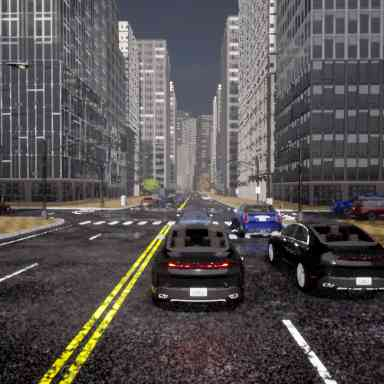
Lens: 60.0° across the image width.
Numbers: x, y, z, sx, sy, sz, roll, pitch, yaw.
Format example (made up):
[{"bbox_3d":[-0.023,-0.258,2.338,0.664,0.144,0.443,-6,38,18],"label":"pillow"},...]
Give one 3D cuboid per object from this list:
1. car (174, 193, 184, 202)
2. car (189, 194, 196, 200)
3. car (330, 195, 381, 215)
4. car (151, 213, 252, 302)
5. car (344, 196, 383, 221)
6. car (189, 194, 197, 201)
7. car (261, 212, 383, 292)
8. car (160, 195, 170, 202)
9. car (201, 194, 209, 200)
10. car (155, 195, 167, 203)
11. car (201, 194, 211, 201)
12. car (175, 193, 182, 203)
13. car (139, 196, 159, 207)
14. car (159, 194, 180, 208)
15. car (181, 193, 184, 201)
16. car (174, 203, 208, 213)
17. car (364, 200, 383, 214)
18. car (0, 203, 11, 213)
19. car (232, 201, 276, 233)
[{"bbox_3d":[-3.038,1.154,77.873,2.150,2.045,5.566,0,0,0],"label":"car"},{"bbox_3d":[0.246,1.387,90.165,1.882,1.535,5.008,0,0,0],"label":"car"},{"bbox_3d":[17.298,1.341,34.254,5.566,2.045,2.150,1,1,2],"label":"car"},{"bbox_3d":[0.120,1.501,8.230,1.837,1.490,4.892,0,0,0],"label":"car"},{"bbox_3d":[16.278,1.519,28.496,5.009,1.841,2.192,1,0,1],"label":"car"},{"bbox_3d":[0.219,1.449,80.171,1.812,1.442,4.674,0,0,0],"label":"car"},{"bbox_3d":[3.374,1.501,8.937,1.837,1.490,4.892,0,0,0],"label":"car"},{"bbox_3d":[-6.288,1.453,77.913,1.812,1.442,4.674,0,0,0],"label":"car"},{"bbox_3d":[3.497,1.408,90.808,1.837,1.490,4.892,0,0,0],"label":"car"},{"bbox_3d":[-6.334,1.420,67.643,1.882,1.535,5.008,0,0,0],"label":"car"},{"bbox_3d":[3.471,1.519,80.874,1.895,1.301,4.718,0,0,0],"label":"car"},{"bbox_3d":[-3.177,1.460,57.600,1.837,1.490,4.892,0,0,0],"label":"car"},{"bbox_3d":[-6.454,1.491,49.034,1.812,1.442,4.674,0,0,2],"label":"car"},{"bbox_3d":[-3.209,1.470,48.261,1.837,1.490,4.892,0,0,0],"label":"car"},{"bbox_3d":[-3.090,1.468,67.421,1.812,1.442,4.674,0,0,1],"label":"car"},{"bbox_3d":[0.148,1.538,17.858,2.033,1.411,5.357,0,0,0],"label":"car"},{"bbox_3d":[21.909,1.643,36.767,4.829,1.417,1.752,1,0,1],"label":"car"},{"bbox_3d":[-20.028,1.315,31.783,5.008,1.535,1.882,1,1,1],"label":"car"},{"bbox_3d":[3.398,1.342,18.152,2.097,1.767,4.553,0,0,0],"label":"car"}]
